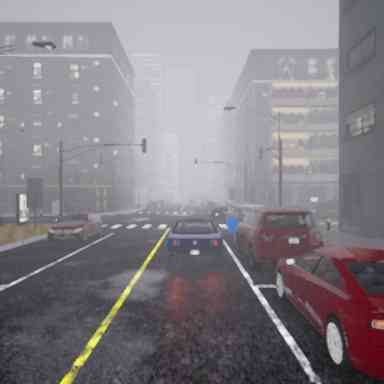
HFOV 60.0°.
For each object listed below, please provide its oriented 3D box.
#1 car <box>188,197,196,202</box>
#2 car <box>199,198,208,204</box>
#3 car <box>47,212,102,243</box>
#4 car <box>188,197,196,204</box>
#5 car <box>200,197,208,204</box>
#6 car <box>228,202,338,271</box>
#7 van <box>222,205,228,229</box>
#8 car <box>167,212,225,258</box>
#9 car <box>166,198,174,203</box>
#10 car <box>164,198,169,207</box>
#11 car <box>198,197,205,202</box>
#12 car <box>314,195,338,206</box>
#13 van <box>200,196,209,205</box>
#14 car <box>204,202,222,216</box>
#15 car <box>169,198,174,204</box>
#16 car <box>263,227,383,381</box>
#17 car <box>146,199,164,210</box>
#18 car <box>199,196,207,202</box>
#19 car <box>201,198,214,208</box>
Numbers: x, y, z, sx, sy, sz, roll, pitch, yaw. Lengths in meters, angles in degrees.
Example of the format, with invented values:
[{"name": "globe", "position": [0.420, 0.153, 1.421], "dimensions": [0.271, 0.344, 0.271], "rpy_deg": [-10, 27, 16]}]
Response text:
[{"name": "car", "position": [0.010, 1.987, 88.529], "dimensions": [1.994, 1.385, 4.181], "rpy_deg": [0, 0, 0]}, {"name": "car", "position": [2.692, 2.083, 76.684], "dimensions": [1.947, 1.339, 4.313], "rpy_deg": [0, 0, 0]}, {"name": "car", "position": [-5.695, 1.689, 16.675], "dimensions": [1.802, 1.307, 4.206], "rpy_deg": [0, 0, 0]}, {"name": "car", "position": [0.008, 2.058, 78.106], "dimensions": [2.033, 1.411, 5.357], "rpy_deg": [0, 0, 0]}, {"name": "car", "position": [2.690, 1.926, 54.590], "dimensions": [1.947, 1.339, 4.313], "rpy_deg": [0, 0, 0]}, {"name": "car", "position": [2.683, 1.387, 11.147], "dimensions": [2.192, 1.841, 5.009], "rpy_deg": [0, 0, 0]}, {"name": "van", "position": [2.684, 1.448, 16.675], "dimensions": [1.690, 1.788, 3.998], "rpy_deg": [0, 0, 0]}, {"name": "car", "position": [0.103, 1.685, 13.015], "dimensions": [1.895, 1.301, 4.718], "rpy_deg": [0, 0, 0]}, {"name": "car", "position": [-5.687, 2.179, 87.743], "dimensions": [1.802, 1.307, 4.206], "rpy_deg": [0, 0, 0]}, {"name": "car", "position": [-5.691, 1.965, 60.127], "dimensions": [1.947, 1.339, 4.313], "rpy_deg": [0, 0, 0]}, {"name": "car", "position": [2.694, 2.164, 93.423], "dimensions": [1.752, 1.417, 4.829], "rpy_deg": [-1, 0, 0]}, {"name": "car", "position": [15.763, 1.267, 36.208], "dimensions": [5.009, 1.841, 2.192], "rpy_deg": [-1, 1, 0]}, {"name": "van", "position": [2.690, 1.818, 71.162], "dimensions": [1.690, 1.788, 3.998], "rpy_deg": [0, 0, 0]}, {"name": "car", "position": [3.268, 1.741, 27.872], "dimensions": [1.994, 1.385, 4.181], "rpy_deg": [-1, -1, 40]}, {"name": "car", "position": [-5.689, 2.062, 76.697], "dimensions": [1.887, 1.381, 4.507], "rpy_deg": [0, 0, 0]}, {"name": "car", "position": [2.684, 1.581, 5.618], "dimensions": [1.887, 1.381, 4.507], "rpy_deg": [0, 0, 0]}, {"name": "car", "position": [-5.692, 1.888, 49.080], "dimensions": [1.947, 1.339, 4.313], "rpy_deg": [0, 0, 0]}, {"name": "car", "position": [2.691, 1.983, 65.637], "dimensions": [1.887, 1.381, 4.507], "rpy_deg": [0, 0, 0]}, {"name": "car", "position": [2.689, 1.904, 49.067], "dimensions": [1.802, 1.307, 4.206], "rpy_deg": [0, 0, 0]}]
